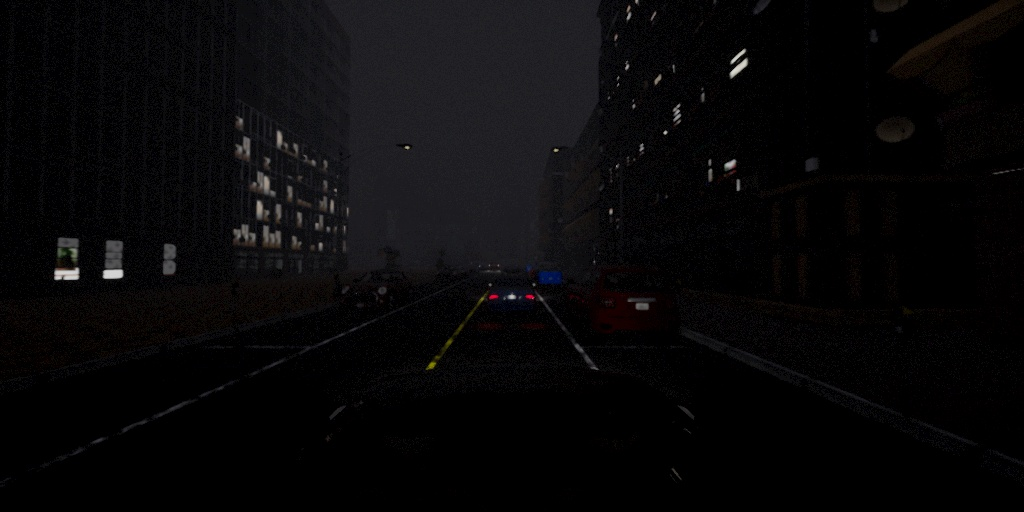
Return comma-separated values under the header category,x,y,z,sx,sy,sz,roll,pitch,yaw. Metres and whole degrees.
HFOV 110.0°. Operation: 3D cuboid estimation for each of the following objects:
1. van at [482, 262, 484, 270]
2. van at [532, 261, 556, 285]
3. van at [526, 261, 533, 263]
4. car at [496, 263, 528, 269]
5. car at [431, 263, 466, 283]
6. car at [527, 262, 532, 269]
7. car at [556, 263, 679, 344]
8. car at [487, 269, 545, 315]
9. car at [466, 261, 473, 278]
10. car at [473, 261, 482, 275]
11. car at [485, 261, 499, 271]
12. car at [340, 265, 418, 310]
category,x,y,z,sx,sy,sz,roll,pitch,yaw
van,-5.681,1.645,54.951,1.690,1.789,3.998,0,0,0
van,2.680,1.362,26.758,1.690,1.789,3.998,0,0,0
van,2.670,1.591,49.343,1.690,1.789,3.998,0,0,0
car,0.010,1.551,30.346,2.128,1.511,4.902,0,0,0
car,-5.677,1.518,32.369,1.967,1.591,4.097,0,0,0
car,2.675,1.682,38.052,1.888,1.381,4.507,0,0,0
car,2.688,1.154,9.820,2.192,1.841,5.009,0,0,0
car,0.004,1.436,14.375,2.033,1.411,5.357,0,-1,0
car,-5.673,1.576,38.015,1.967,1.591,4.097,0,0,0
car,-5.678,1.794,49.306,1.888,1.381,4.507,0,0,0
car,-3.074,1.738,63.548,2.097,1.767,4.553,0,-1,1
car,-5.699,1.339,15.432,1.967,1.591,4.097,0,0,0
